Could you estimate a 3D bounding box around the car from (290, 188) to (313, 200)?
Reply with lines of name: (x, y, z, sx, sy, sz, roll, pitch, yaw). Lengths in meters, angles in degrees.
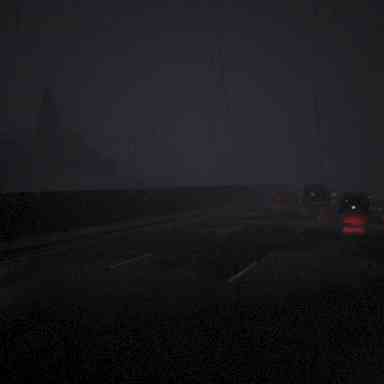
car: (14.727, 0.235, 44.478, 2.033, 1.411, 5.357, 0, 1, 29)

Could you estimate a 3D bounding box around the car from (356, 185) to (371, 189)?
car: (22.933, -0.139, 44.785, 2.097, 1.767, 4.553, -1, 2, 28)

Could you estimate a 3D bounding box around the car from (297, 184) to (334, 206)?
car: (12.132, 0.239, 32.296, 2.150, 2.045, 5.566, -1, 2, 28)

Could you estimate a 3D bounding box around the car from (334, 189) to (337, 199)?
car: (17.913, 0.255, 42.993, 1.895, 1.301, 4.718, 0, 1, 29)

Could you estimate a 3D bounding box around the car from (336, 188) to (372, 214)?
car: (11.999, 0.701, 24.443, 1.837, 1.490, 4.892, 0, 1, 28)

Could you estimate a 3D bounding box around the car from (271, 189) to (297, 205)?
car: (9.820, 0.478, 35.174, 1.882, 1.535, 5.008, -1, 2, 28)
